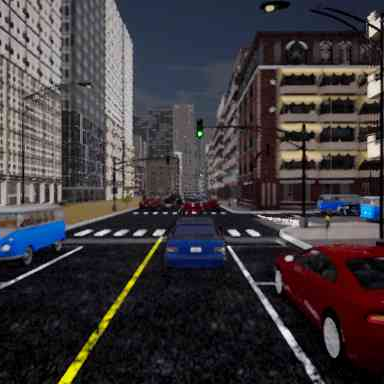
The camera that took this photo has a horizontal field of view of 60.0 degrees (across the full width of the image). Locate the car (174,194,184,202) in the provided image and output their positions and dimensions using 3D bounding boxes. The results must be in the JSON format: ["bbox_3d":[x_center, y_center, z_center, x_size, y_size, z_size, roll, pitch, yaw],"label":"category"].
[{"bbox_3d":[-2.999,1.411,76.267,2.097,1.767,4.553,0,0,0],"label":"car"}]

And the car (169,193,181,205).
[{"bbox_3d":[-3.033,1.265,61.208,2.150,2.045,5.566,0,0,1],"label":"car"}]

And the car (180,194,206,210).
[{"bbox_3d":[0.100,1.370,35.842,2.097,1.767,4.553,0,0,0],"label":"car"}]

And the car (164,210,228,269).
[{"bbox_3d":[0.100,1.550,11.182,2.033,1.411,5.357,0,0,0],"label":"car"}]

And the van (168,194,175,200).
[{"bbox_3d":[-5.694,1.439,93.371,1.690,1.788,3.998,0,0,0],"label":"van"}]

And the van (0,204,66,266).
[{"bbox_3d":[-5.696,1.343,11.231,1.690,1.788,3.998,0,0,0],"label":"van"}]

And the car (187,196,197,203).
[{"bbox_3d":[0.000,1.610,73.921,1.994,1.385,4.181,0,0,0],"label":"car"}]

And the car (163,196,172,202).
[{"bbox_3d":[-5.694,1.594,76.617,1.752,1.417,4.829,0,0,0],"label":"car"}]

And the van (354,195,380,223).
[{"bbox_3d":[13.730,1.160,22.796,3.998,1.788,1.690,-1,1,0],"label":"van"}]

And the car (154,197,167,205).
[{"bbox_3d":[-5.694,1.609,60.205,1.947,1.339,4.313,0,0,0],"label":"car"}]

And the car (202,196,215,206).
[{"bbox_3d":[2.686,1.476,54.676,1.967,1.590,4.097,0,0,0],"label":"car"}]

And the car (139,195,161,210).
[{"bbox_3d":[-5.695,1.340,43.622,2.192,1.841,5.009,0,0,0],"label":"car"}]

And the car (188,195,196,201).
[{"bbox_3d":[0.002,1.455,83.927,1.812,1.442,4.674,0,0,0],"label":"car"}]

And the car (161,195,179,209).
[{"bbox_3d":[-3.084,1.553,45.029,1.812,1.442,4.674,0,0,0],"label":"car"}]

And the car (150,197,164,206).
[{"bbox_3d":[-5.694,1.581,54.676,1.887,1.381,4.507,0,0,0],"label":"car"}]

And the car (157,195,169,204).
[{"bbox_3d":[-5.694,1.491,65.733,1.967,1.590,4.097,0,0,0],"label":"car"}]

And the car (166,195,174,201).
[{"bbox_3d":[-5.693,1.633,87.843,1.887,1.381,4.507,0,0,0],"label":"car"}]

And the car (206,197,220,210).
[{"bbox_3d":[2.686,1.570,43.621,1.887,1.381,4.507,0,0,0],"label":"car"}]

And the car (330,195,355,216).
[{"bbox_3d":[15.035,1.266,28.609,4.902,1.511,2.128,-1,0,0],"label":"car"}]

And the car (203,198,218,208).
[{"bbox_3d":[2.686,1.575,49.148,1.887,1.381,4.507,0,0,0],"label":"car"}]

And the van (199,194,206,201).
[{"bbox_3d":[2.687,1.429,87.842,1.690,1.788,3.998,0,0,0],"label":"van"}]

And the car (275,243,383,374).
[{"bbox_3d":[2.685,1.545,5.707,1.887,1.381,4.507,0,0,0],"label":"car"}]

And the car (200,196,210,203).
[{"bbox_3d":[2.686,1.625,71.259,1.947,1.339,4.313,0,0,0],"label":"car"}]

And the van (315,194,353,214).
[{"bbox_3d":[13.709,1.123,31.176,3.998,1.788,1.690,-1,1,0],"label":"van"}]
